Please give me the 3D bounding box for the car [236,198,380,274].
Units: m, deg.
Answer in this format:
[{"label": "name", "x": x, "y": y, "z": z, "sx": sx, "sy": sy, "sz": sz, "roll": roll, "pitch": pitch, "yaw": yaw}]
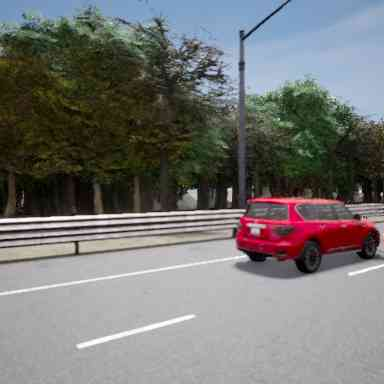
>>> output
[{"label": "car", "x": 3.938, "y": 1.222, "z": 10.906, "sx": 5.566, "sy": 2.045, "sz": 2.150, "roll": 1, "pitch": 0, "yaw": -36}]
